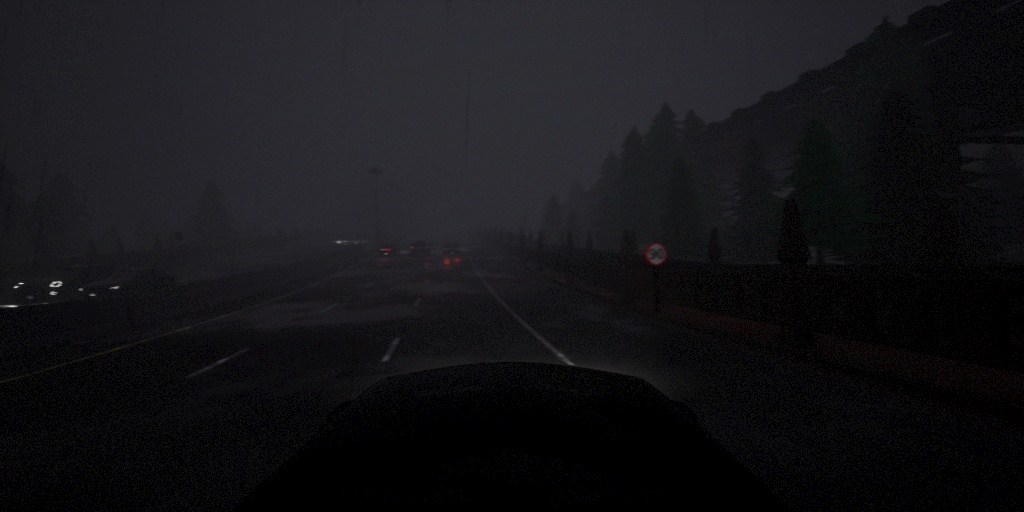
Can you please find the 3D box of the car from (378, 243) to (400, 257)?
[{"bbox_3d":[-13.962,-0.794,40.940,1.837,1.490,4.892,-2,7,-10],"label":"car"}]

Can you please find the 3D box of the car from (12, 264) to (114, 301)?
[{"bbox_3d":[-24.556,1.350,20.154,2.097,1.767,4.553,-2,4,-10],"label":"car"}]

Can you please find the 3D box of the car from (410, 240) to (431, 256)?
[{"bbox_3d":[-10.501,-1.059,41.426,2.097,1.767,4.553,-2,6,-10],"label":"car"}]

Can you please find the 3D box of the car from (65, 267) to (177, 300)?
[{"bbox_3d":[-20.941,1.467,19.817,1.812,1.442,4.674,-2,4,-10],"label":"car"}]

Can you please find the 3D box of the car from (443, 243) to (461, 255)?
[{"bbox_3d":[-6.920,-0.849,41.294,1.895,1.301,4.718,-2,6,-9],"label":"car"}]
